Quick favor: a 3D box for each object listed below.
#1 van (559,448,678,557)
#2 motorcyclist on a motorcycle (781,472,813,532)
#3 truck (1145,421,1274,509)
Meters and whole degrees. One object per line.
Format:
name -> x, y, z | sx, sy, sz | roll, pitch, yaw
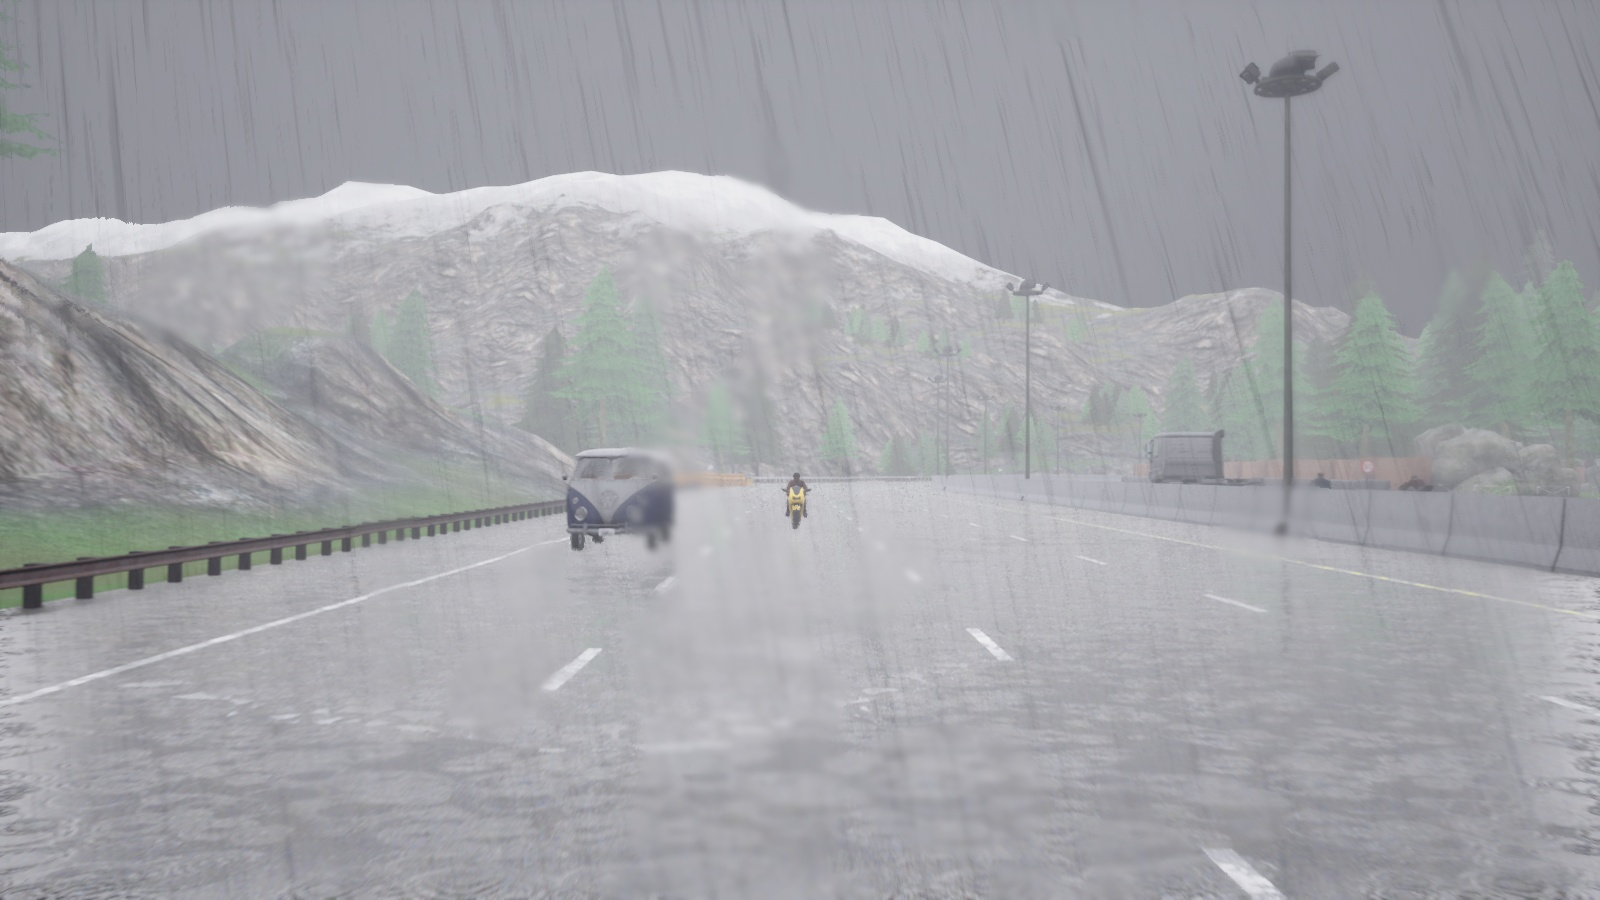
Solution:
van -> -3.562, 1.007, 25.369 | 1.775, 1.987, 4.442 | 0, -1, 0
motorcyclist on a motorcycle -> -0.081, 1.357, 33.442 | 0.797, 1.523, 2.044 | 0, -1, 0
truck -> 17.366, 0.664, 53.831 | 2.891, 3.462, 7.936 | 0, -1, 0
